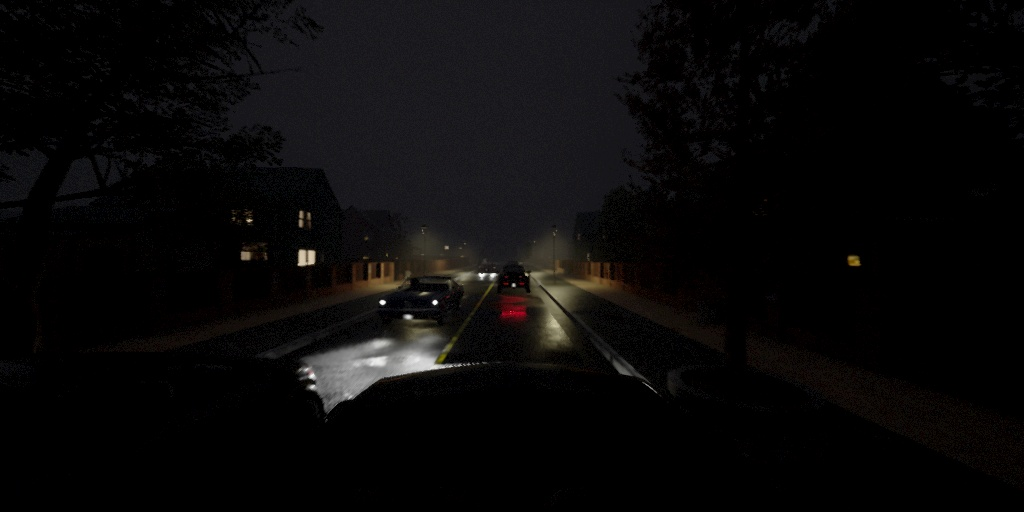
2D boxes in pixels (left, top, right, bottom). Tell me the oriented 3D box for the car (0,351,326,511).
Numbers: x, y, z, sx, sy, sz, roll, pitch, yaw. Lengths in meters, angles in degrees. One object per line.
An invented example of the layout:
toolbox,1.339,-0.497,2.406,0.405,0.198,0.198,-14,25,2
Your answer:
car,-2.842,1.315,1.864,1.994,1.385,4.181,0,0,0

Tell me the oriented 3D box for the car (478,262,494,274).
car,-2.843,1.353,42.206,1.994,1.385,4.181,0,0,0

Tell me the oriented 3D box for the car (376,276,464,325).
car,-2.816,1.353,11.967,1.895,1.301,4.718,0,0,0

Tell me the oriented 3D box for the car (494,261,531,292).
car,0.095,1.266,21.328,1.837,1.490,4.892,0,1,0
